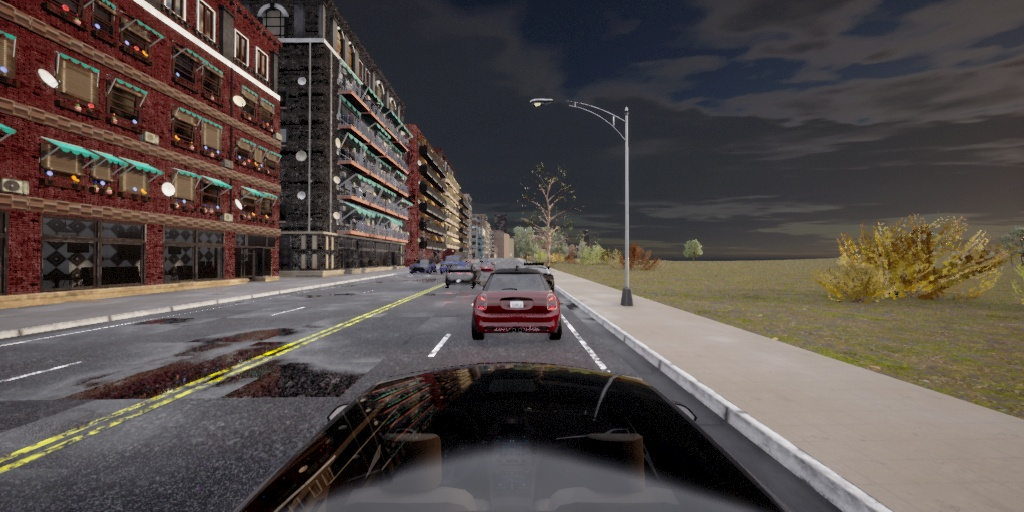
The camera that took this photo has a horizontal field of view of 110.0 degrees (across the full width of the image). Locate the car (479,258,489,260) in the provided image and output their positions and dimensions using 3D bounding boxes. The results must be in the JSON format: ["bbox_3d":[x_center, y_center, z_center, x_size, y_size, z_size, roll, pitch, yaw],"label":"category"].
[{"bbox_3d":[-3.044,1.314,44.395,1.994,1.385,4.181,0,0,0],"label":"car"}]

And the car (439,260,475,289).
[{"bbox_3d":[-3.101,1.245,23.324,2.128,1.511,4.902,0,0,0],"label":"car"}]

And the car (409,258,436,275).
[{"bbox_3d":[-9.764,1.103,39.493,2.097,1.767,4.553,0,0,0],"label":"car"}]

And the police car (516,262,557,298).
[{"bbox_3d":[1.178,1.177,19.630,1.930,1.638,5.238,0,0,0],"label":"police car"}]

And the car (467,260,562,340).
[{"bbox_3d":[0.114,1.103,10.134,2.097,1.767,4.553,0,0,0],"label":"car"}]

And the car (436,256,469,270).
[{"bbox_3d":[-6.514,0.973,39.744,2.150,2.045,5.566,0,0,0],"label":"car"}]
